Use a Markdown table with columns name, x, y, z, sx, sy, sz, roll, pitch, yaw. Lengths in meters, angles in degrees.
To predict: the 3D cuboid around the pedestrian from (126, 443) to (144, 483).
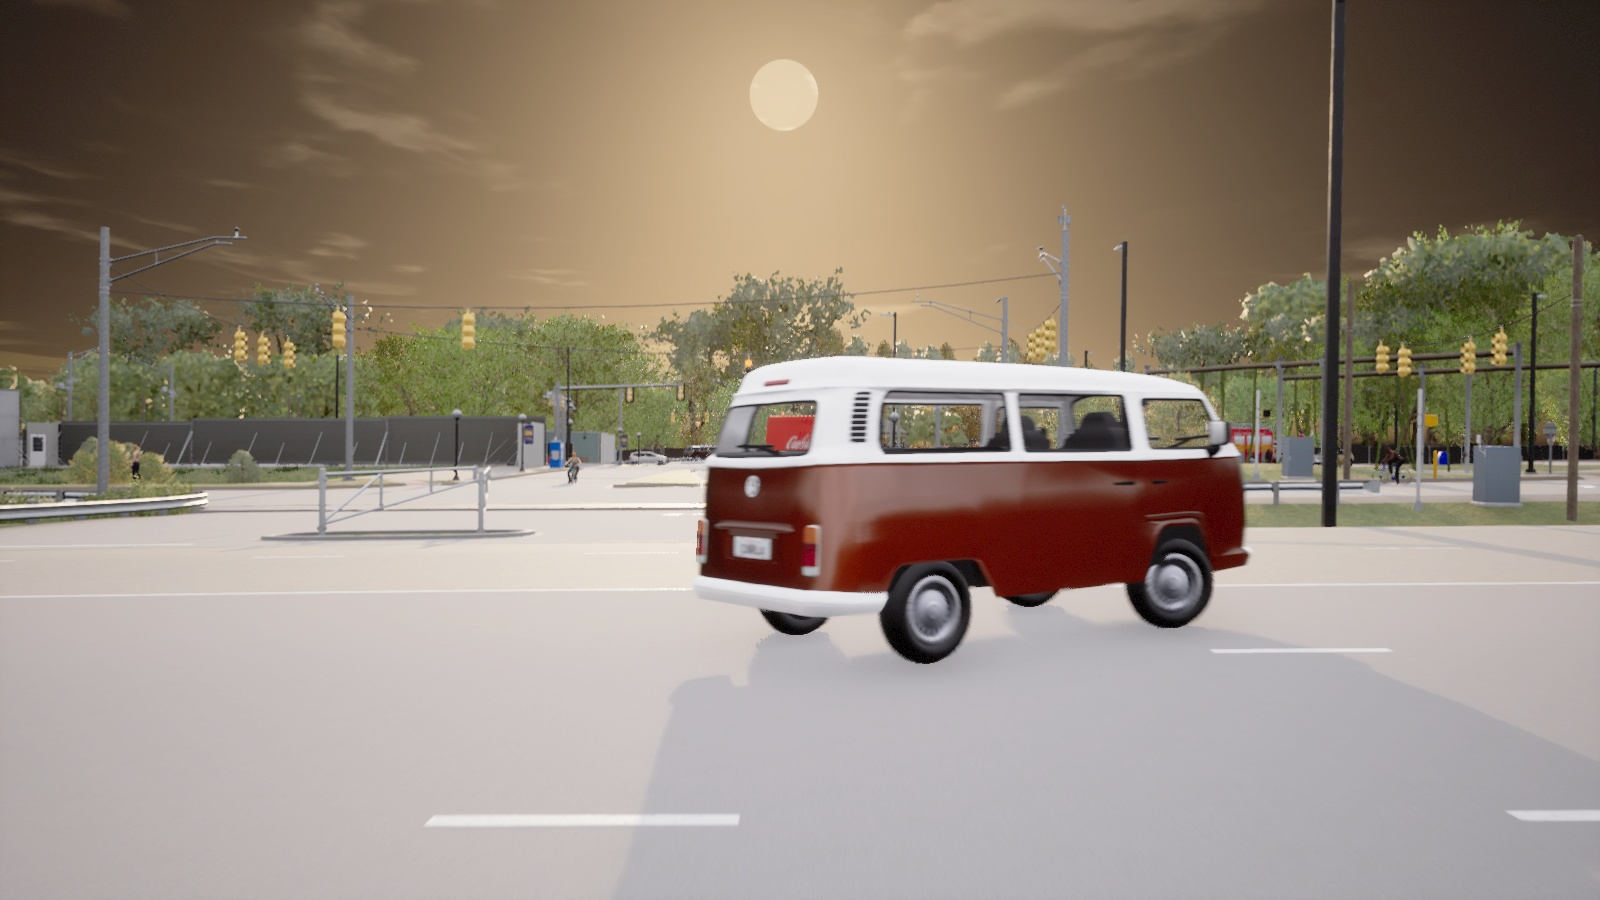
| name | x | y | z | sx | sy | sz | roll | pitch | yaw |
| --- | --- | --- | --- | --- | --- | --- | --- | --- | --- |
| pedestrian | -30.945 | 0.600 | 58.436 | 0.594 | 1.836 | 0.345 | 1 | 1 | 1 |

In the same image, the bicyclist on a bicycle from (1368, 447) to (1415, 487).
| name | x | y | z | sx | sy | sz | roll | pitch | yaw |
| --- | --- | --- | --- | --- | --- | --- | --- | --- | --- |
| bicyclist on a bicycle | 24.542 | 0.686 | 52.123 | 1.656 | 1.620 | 0.582 | -1 | 1 | 0 |

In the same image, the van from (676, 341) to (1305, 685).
| name | x | y | z | sx | sy | sz | roll | pitch | yaw |
| --- | --- | --- | --- | --- | --- | --- | --- | --- | --- |
| van | 1.548 | 0.360 | 9.549 | 4.480 | 2.038 | 2.069 | -1 | 0 | -34 |
